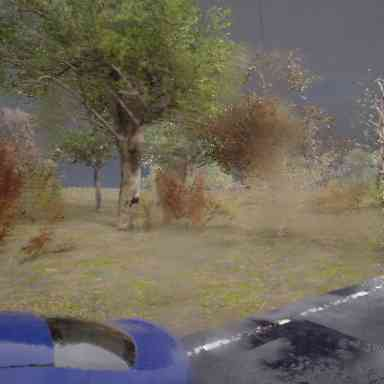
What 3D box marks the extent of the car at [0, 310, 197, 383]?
[{"bbox_3d":[-2.024,1.527,1.629,4.674,1.442,1.812,0,0,-35],"label":"car"}]
